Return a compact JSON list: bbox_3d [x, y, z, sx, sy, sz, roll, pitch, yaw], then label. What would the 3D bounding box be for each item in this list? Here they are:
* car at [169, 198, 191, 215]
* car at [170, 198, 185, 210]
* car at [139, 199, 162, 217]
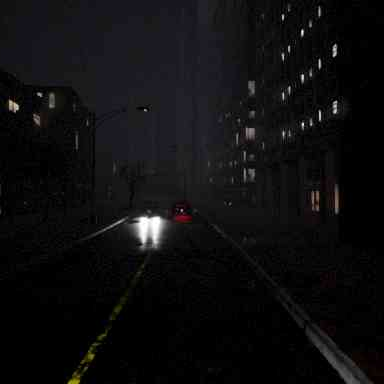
[{"bbox_3d":[-1.136,1.496,34.139,1.837,1.490,4.892,0,0,-4],"label":"car"},{"bbox_3d":[-1.948,1.509,44.327,1.812,1.442,4.674,0,0,-5],"label":"car"},{"bbox_3d":[-3.932,1.481,31.865,2.128,1.511,4.902,0,0,-4],"label":"car"}]
